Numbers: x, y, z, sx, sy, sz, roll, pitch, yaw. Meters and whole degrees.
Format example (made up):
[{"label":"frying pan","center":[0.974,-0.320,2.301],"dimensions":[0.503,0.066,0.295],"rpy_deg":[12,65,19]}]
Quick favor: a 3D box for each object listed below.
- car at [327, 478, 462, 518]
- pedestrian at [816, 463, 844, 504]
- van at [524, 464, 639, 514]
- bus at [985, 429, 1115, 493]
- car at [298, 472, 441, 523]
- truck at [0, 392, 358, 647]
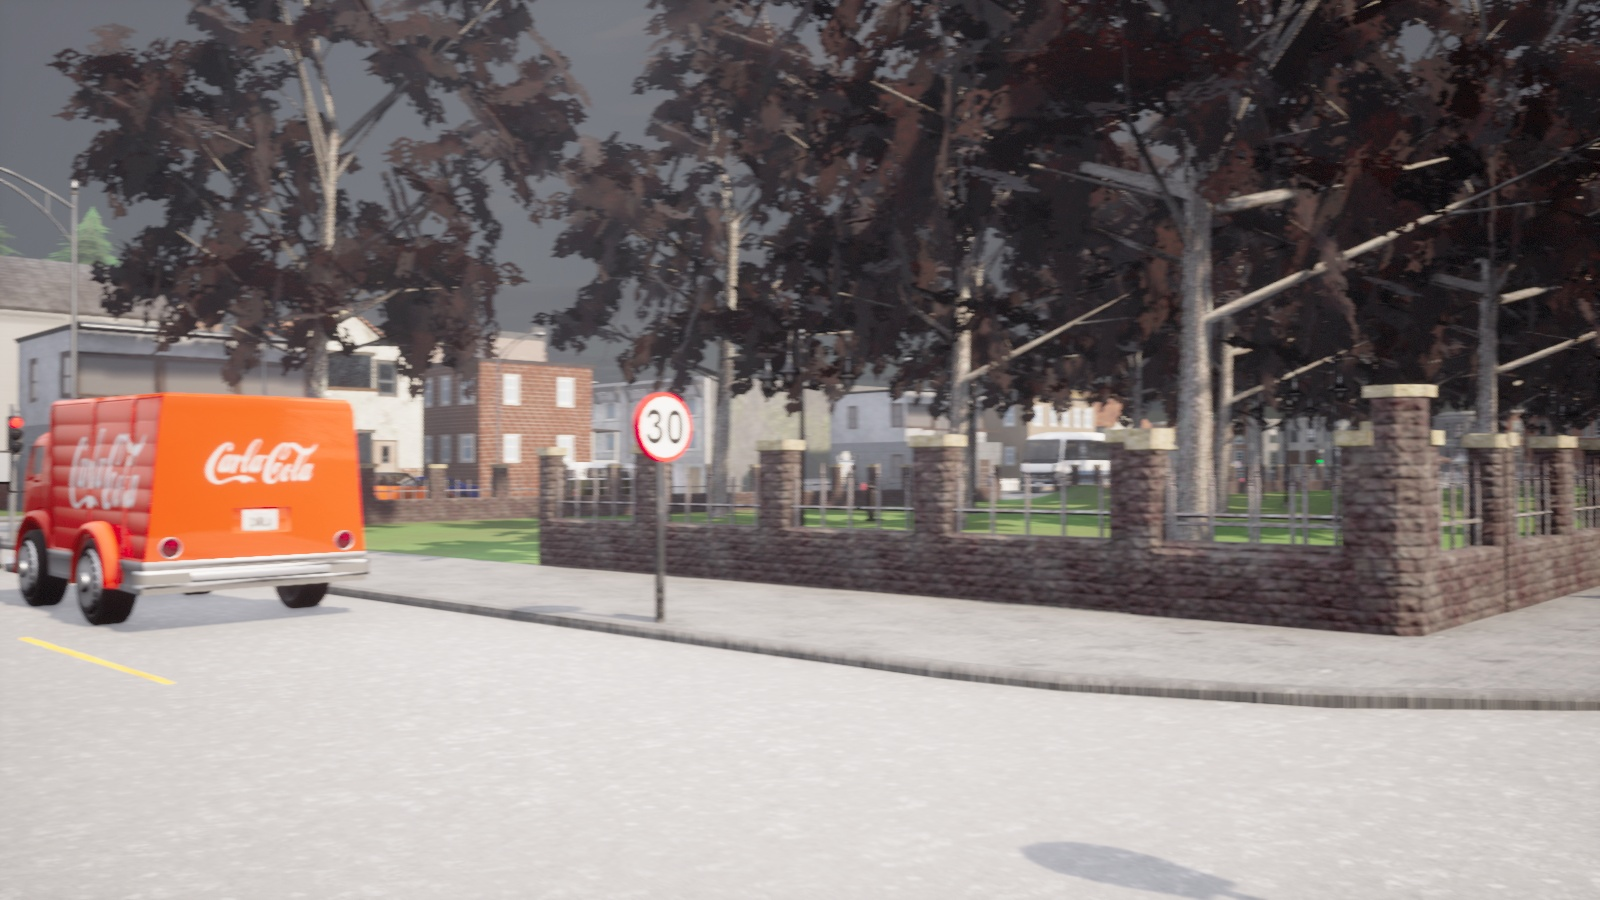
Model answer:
[{"label":"car","center":[-16.627,1.942,51.671],"dimensions":[1.882,1.535,5.008],"rpy_deg":[-2,-1,43]},{"label":"pedestrian","center":[1.385,1.528,57.285],"dimensions":[0.874,1.855,0.900],"rpy_deg":[-2,-1,43]},{"label":"van","center":[-9.271,1.621,53.562],"dimensions":[2.069,2.038,4.480],"rpy_deg":[-2,-1,41]},{"label":"bus","center":[17.697,0.773,88.328],"dimensions":[3.944,4.253,10.273],"rpy_deg":[-2,-1,44]},{"label":"car","center":[-15.872,1.720,46.481],"dimensions":[2.097,1.767,4.553],"rpy_deg":[-2,-1,40]},{"label":"truck","center":[-7.770,0.708,14.843],"dimensions":[5.204,2.467,2.627],"rpy_deg":[-1,-1,42]}]
